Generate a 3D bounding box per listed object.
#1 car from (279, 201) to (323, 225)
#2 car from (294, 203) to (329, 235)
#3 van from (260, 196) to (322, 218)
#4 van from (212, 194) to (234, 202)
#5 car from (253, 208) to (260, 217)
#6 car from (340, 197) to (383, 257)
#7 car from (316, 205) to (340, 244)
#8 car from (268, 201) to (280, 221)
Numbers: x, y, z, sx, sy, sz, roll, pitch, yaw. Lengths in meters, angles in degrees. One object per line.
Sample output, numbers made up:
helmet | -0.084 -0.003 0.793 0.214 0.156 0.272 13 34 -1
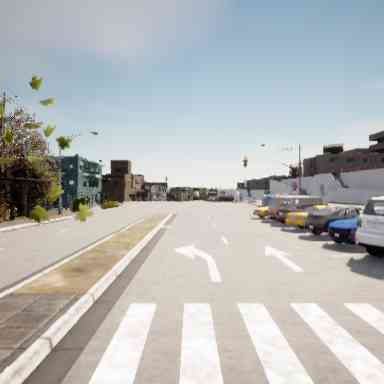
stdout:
car | 8.244 1.499 20.010 5.366 1.575 1.946 1 -1 -20
car | 8.064 1.488 16.963 4.892 1.521 2.231 1 -1 -20
van | 7.964 1.303 25.868 4.442 1.987 1.878 1 0 -20
van | 7.965 1.526 81.136 4.442 1.987 1.878 1 -1 -20
car | 7.898 1.540 28.826 5.366 1.575 1.946 1 0 -20
car | 8.099 1.213 11.014 5.566 2.045 2.435 1 0 -20
car | 8.076 1.474 13.977 5.008 1.535 2.097 1 0 -20
car | 8.096 1.545 22.940 4.792 1.488 2.163 1 -1 -20
